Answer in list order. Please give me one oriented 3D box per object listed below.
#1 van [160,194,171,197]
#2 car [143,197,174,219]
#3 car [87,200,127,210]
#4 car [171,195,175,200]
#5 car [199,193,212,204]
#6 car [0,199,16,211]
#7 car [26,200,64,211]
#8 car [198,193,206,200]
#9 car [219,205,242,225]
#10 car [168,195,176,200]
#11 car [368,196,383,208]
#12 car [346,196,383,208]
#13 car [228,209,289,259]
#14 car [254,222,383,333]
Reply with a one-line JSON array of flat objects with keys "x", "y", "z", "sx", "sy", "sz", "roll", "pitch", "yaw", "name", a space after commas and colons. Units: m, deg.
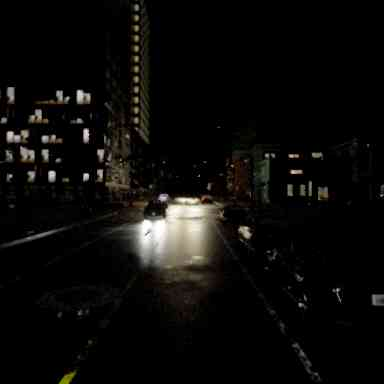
[{"x": -5.659, "y": 1.281, "z": 66.801, "sx": 1.690, "sy": 1.788, "sz": 3.998, "roll": 1, "pitch": 0, "yaw": 0, "name": "van"}, {"x": -3.021, "y": 1.471, "z": 28.803, "sx": 2.128, "sy": 1.511, "sz": 4.902, "roll": 0, "pitch": 0, "yaw": 1, "name": "car"}, {"x": -10.644, "y": 1.628, "z": 41.963, "sx": 4.718, "sy": 1.301, "sz": 1.895, "roll": -1, "pitch": -1, "yaw": 1, "name": "car"}, {"x": -5.660, "y": 1.452, "z": 77.979, "sx": 1.752, "sy": 1.417, "sz": 4.829, "roll": 1, "pitch": 0, "yaw": 0, "name": "car"}, {"x": 2.718, "y": 1.385, "z": 61.164, "sx": 1.967, "sy": 1.590, "sz": 4.097, "roll": 1, "pitch": 0, "yaw": 0, "name": "car"}, {"x": -23.102, "y": 1.544, "z": 39.391, "sx": 4.097, "sy": 1.590, "sz": 1.967, "roll": -1, "pitch": 0, "yaw": 1, "name": "car"}, {"x": -17.417, "y": 1.630, "z": 39.334, "sx": 4.206, "sy": 1.307, "sz": 1.802, "roll": -1, "pitch": 0, "yaw": 1, "name": "car"}, {"x": 2.727, "y": 1.222, "z": 95.208, "sx": 2.192, "sy": 1.841, "sz": 5.009, "roll": 1, "pitch": 0, "yaw": 0, "name": "car"}, {"x": 2.831, "y": 1.565, "z": 23.201, "sx": 1.802, "sy": 1.307, "sz": 4.206, "roll": 1, "pitch": 0, "yaw": 0, "name": "car"}, {"x": -5.657, "y": 1.473, "z": 95.171, "sx": 1.947, "sy": 1.339, "sz": 4.313, "roll": 1, "pitch": 0, "yaw": 0, "name": "car"}, {"x": 24.656, "y": 1.247, "z": 41.617, "sx": 4.181, "sy": 1.385, "sz": 1.994, "roll": -1, "pitch": -1, "yaw": 1, "name": "car"}, {"x": 20.691, "y": 1.206, "z": 38.961, "sx": 4.829, "sy": 1.417, "sz": 1.752, "roll": -1, "pitch": 0, "yaw": 1, "name": "car"}, {"x": 2.705, "y": 1.542, "z": 12.249, "sx": 2.008, "sy": 1.369, "sz": 4.403, "roll": 1, "pitch": 0, "yaw": 0, "name": "car"}, {"x": 2.704, "y": 1.561, "z": 6.771, "sx": 1.947, "sy": 1.339, "sz": 4.313, "roll": 1, "pitch": 0, "yaw": 0, "name": "car"}]
